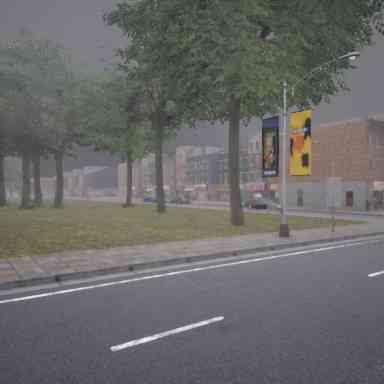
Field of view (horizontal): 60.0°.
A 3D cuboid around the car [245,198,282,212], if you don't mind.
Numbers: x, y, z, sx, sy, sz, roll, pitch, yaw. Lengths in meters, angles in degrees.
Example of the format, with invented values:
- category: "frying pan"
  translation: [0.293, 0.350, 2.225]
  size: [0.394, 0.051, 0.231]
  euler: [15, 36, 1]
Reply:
- category: "car"
  translation: [8.348, 1.504, 38.818]
  size: [2.128, 1.511, 4.902]
  euler: [1, 0, -36]

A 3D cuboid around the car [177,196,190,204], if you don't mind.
- category: "car"
  translation: [-2.296, 1.380, 58.695]
  size: [2.128, 1.511, 4.902]
  euler: [1, 0, -35]

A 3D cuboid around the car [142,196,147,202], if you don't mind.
- category: "car"
  translation: [-8.301, 1.332, 67.009]
  size: [1.882, 1.535, 5.008]
  euler: [1, 0, -36]

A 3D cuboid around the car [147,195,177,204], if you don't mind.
- category: "car"
  translation: [-5.285, 1.354, 58.010]
  size: [2.128, 1.511, 4.902]
  euler: [1, 0, -35]
